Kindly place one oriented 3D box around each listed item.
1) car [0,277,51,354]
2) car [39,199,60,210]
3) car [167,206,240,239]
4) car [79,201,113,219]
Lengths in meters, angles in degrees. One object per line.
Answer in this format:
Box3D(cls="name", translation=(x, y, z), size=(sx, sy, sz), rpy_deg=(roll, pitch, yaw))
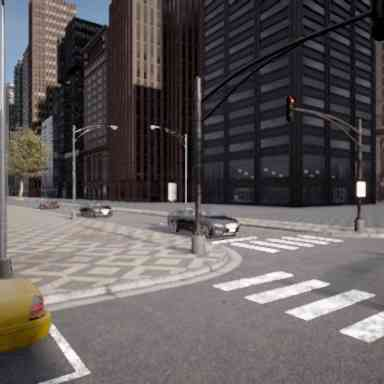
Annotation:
Box3D(cls="car", translation=(-4.207, 1.523, 3.648), size=(4.829, 1.417, 1.752), rpy_deg=(0, 0, -36))
Box3D(cls="car", translation=(-19.684, 1.702, 45.855), size=(1.994, 1.385, 4.181), rpy_deg=(0, 0, -35))
Box3D(cls="car", translation=(0.487, 1.543, 17.755), size=(2.128, 1.511, 4.902), rpy_deg=(0, 0, -36))
Box3D(cls="car", translation=(-8.931, 1.582, 30.825), size=(2.128, 1.511, 4.902), rpy_deg=(0, 0, -36))
